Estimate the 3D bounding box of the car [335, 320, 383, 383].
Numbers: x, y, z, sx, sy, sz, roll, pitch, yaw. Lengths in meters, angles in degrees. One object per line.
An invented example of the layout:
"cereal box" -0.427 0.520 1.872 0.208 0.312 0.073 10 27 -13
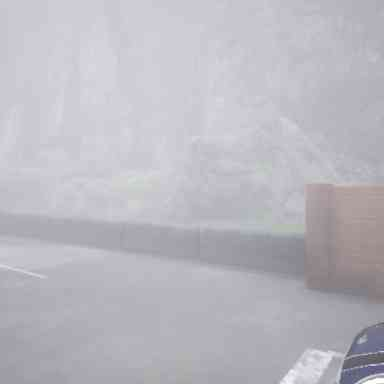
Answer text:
"car" 3.161 1.351 1.736 4.553 1.767 2.097 0 0 35
